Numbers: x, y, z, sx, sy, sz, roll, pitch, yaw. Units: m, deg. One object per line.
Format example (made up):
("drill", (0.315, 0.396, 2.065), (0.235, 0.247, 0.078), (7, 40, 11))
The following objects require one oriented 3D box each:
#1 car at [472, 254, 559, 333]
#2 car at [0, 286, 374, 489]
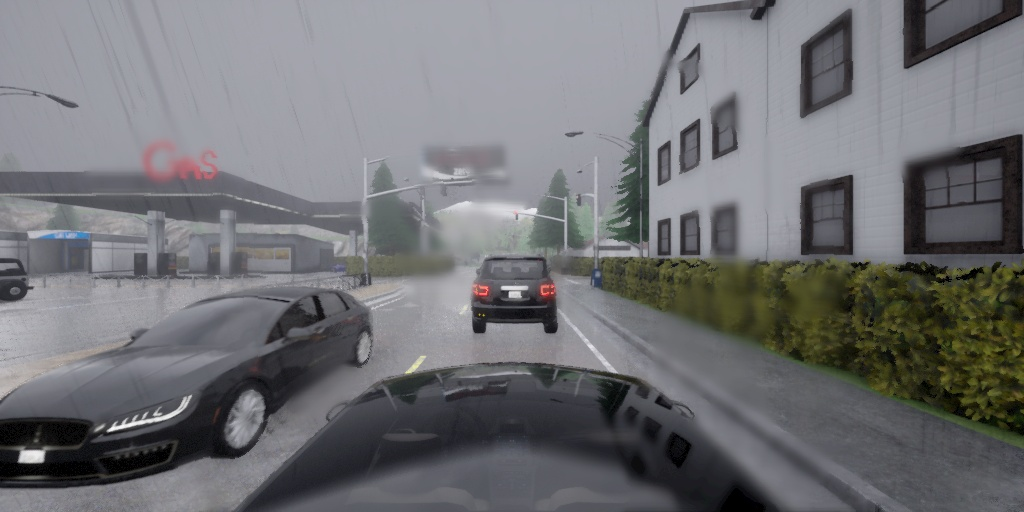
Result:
("car", (0.085, 0.971, 10.829), (2.150, 2.045, 5.566), (0, 0, 0))
("car", (-3.589, 1.255, 5.112), (1.837, 1.490, 4.892), (0, 0, 0))
